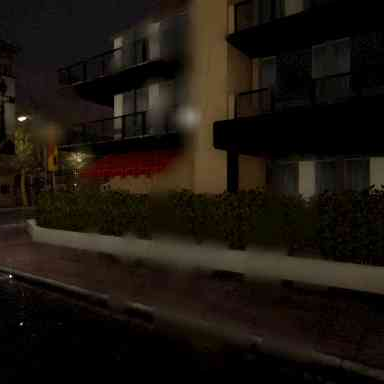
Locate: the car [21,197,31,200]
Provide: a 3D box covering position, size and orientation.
[{"bbox_3d":[-35.606,1.481,67.647,4.892,1.521,2.231,0,0,36],"label":"car"}]
